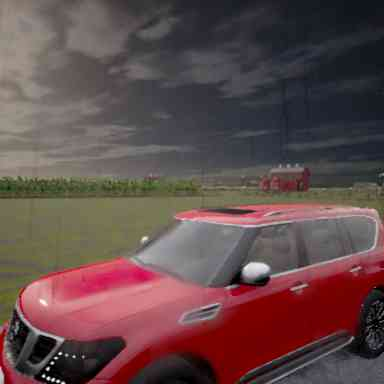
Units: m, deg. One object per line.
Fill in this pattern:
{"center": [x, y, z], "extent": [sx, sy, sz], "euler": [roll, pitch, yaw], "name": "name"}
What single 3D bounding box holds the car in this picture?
{"center": [0.631, 1.214, 4.439], "extent": [5.566, 2.045, 2.150], "euler": [0, 0, -35], "name": "car"}
